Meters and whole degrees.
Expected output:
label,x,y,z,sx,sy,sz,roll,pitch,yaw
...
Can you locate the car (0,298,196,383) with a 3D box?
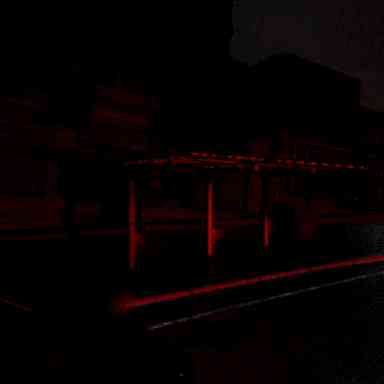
label,x,y,z,sx,sy,sz,roll,pitch,yaw
car,-2.381,1.594,2.209,4.718,1.301,1.895,0,0,-35
